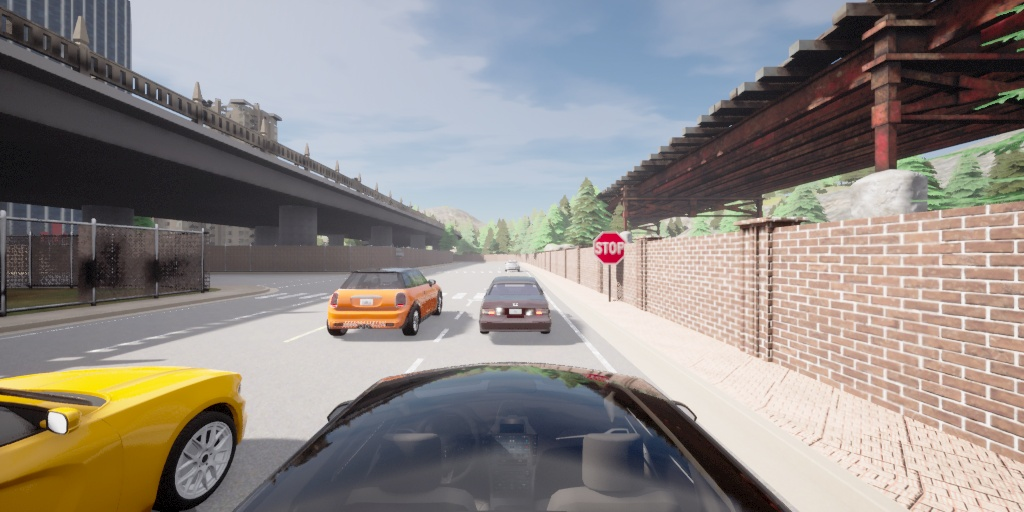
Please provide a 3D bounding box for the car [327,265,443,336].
[{"bbox_3d":[-3.426,1.102,10.557,2.097,1.767,4.553,0,0,0],"label":"car"}]

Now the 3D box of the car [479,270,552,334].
[{"bbox_3d":[0.075,1.297,10.581,2.033,1.411,5.357,0,0,0],"label":"car"}]

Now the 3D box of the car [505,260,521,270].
[{"bbox_3d":[0.054,1.276,46.350,1.812,1.442,4.674,0,0,-1],"label":"car"}]

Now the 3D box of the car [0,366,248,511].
[{"bbox_3d":[-3.398,1.228,1.300,1.882,1.535,5.008,0,0,0],"label":"car"}]
